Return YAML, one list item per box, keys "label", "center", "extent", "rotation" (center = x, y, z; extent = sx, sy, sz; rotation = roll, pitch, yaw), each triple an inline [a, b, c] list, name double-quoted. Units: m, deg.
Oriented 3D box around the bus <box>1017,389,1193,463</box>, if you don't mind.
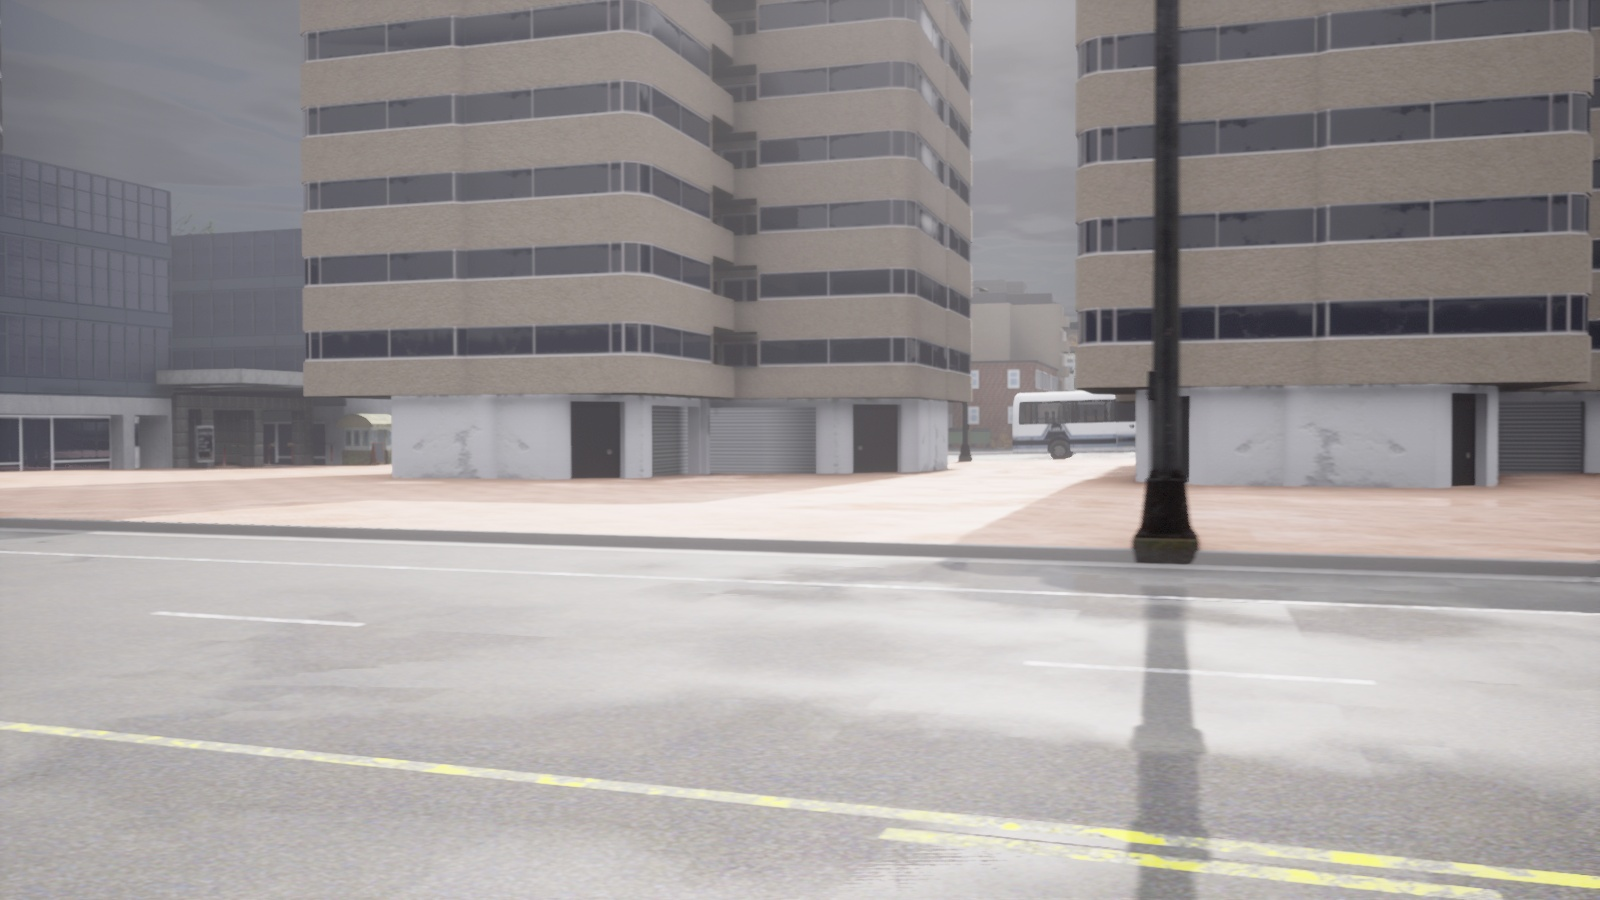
- label: "bus"
  center: [18.851, -1.425, 77.576]
  extent: [10.273, 4.253, 3.944]
  rotation: [-1, 1, 17]
